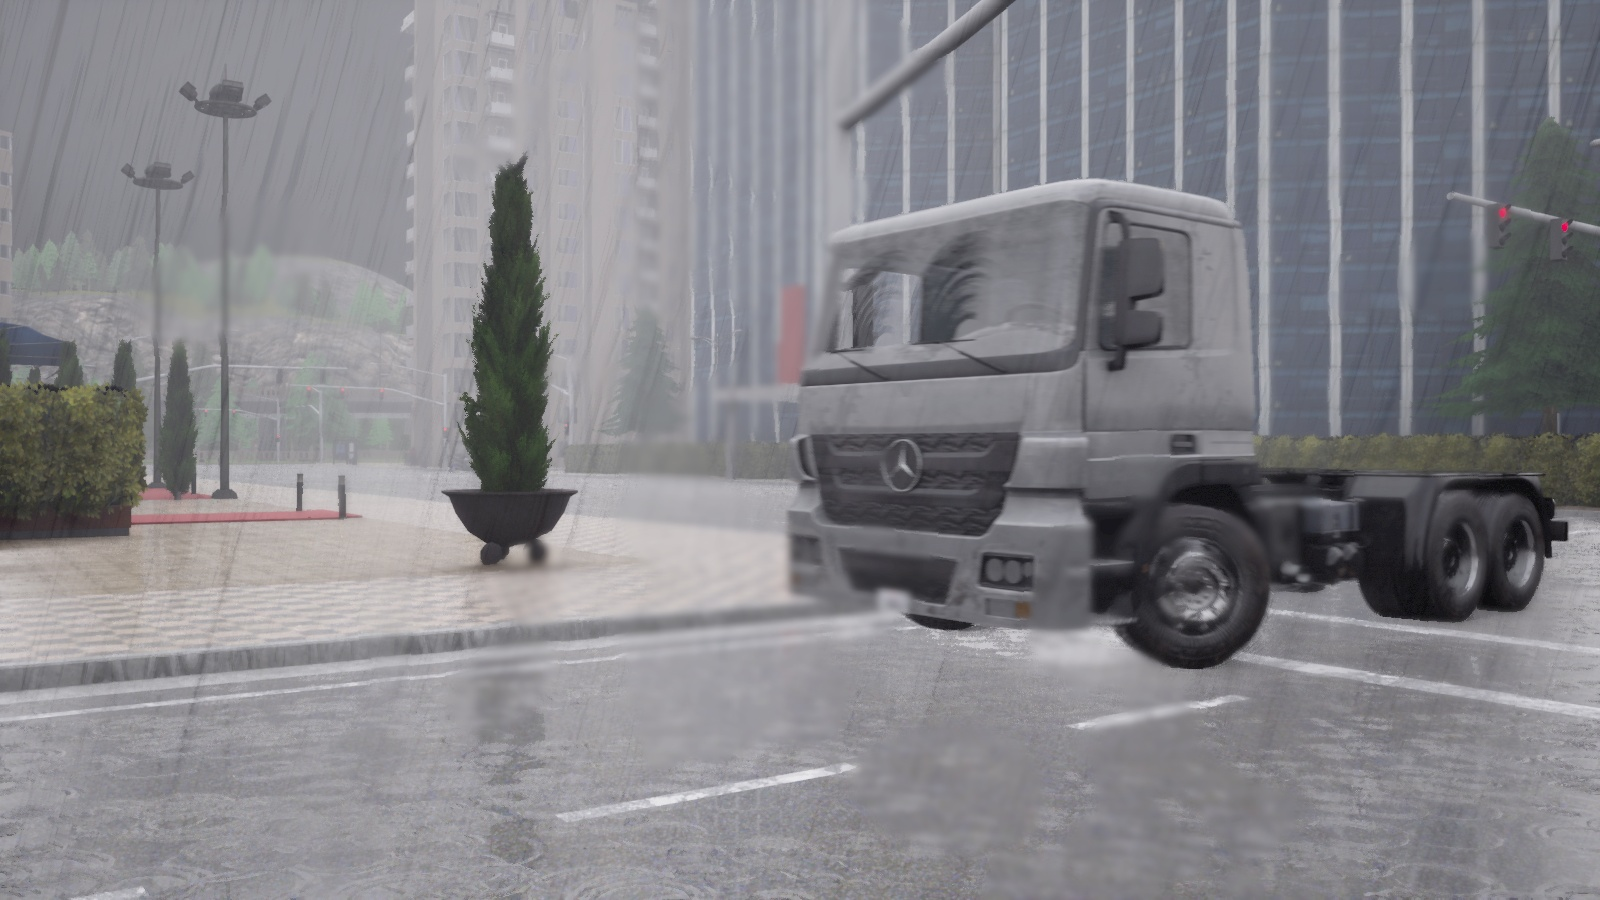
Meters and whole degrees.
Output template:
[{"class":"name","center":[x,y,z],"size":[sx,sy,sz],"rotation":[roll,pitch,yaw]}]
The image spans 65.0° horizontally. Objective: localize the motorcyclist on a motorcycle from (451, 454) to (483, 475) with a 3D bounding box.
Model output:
[{"class":"motorcyclist on a motorcycle","center":[-24.167,1.054,91.258],"size":[2.191,1.530,0.866],"rotation":[0,-1,-19]}]

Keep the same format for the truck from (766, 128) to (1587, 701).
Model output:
[{"class":"truck","center":[3.759,-0.218,11.155],"size":[7.936,3.462,2.891],"rotation":[0,0,-38]}]
